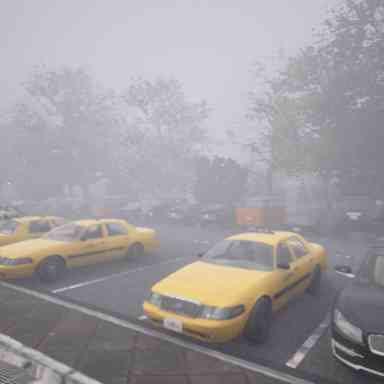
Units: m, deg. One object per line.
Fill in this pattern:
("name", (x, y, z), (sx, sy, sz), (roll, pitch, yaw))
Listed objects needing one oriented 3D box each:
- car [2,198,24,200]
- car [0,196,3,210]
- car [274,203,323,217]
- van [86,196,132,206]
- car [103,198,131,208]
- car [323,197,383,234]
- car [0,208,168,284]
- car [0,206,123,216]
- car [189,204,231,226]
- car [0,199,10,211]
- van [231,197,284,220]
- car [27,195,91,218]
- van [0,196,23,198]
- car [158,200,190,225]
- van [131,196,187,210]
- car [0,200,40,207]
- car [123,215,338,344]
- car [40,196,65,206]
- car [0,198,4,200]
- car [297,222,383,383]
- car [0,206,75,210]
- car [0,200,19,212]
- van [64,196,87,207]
("car", (-17.878, 1.691, 37.061), (2.097, 1.535, 5.008), (-1, 0, 36))
("car", (-29.229, 1.543, 45.218), (2.435, 2.045, 5.566), (-1, 0, 36))
("car", (6.817, 1.555, 19.225), (2.163, 1.488, 4.792), (0, 0, 36))
("van", (-6.573, 1.362, 29.060), (1.878, 1.987, 4.442), (0, 0, 36))
("car", (-4.391, 1.567, 27.349), (2.097, 1.535, 5.008), (-1, 0, 36))
("car", (9.097, 1.278, 17.651), (2.435, 2.045, 5.566), (0, 0, 36))
("car", (-3.305, 1.528, 10.205), (1.946, 1.575, 5.366), (0, 0, 36))
("car", (-5.240, 1.530, 12.058), (1.946, 1.575, 5.366), (0, 0, 36))
("car", (2.256, 1.557, 22.585), (2.163, 1.488, 4.792), (0, 0, 36))
("car", (-26.866, 1.773, 43.542), (2.097, 1.535, 5.008), (-1, 0, 36))
("van", (4.555, 1.299, 21.036), (1.878, 1.987, 4.442), (0, 0, 36))
("car", (-13.398, 1.398, 33.803), (2.435, 2.045, 5.566), (-1, 0, 36))
("van", (-22.403, 1.507, 40.475), (1.878, 1.987, 4.442), (-1, 0, 36))
("car", (0.115, 1.565, 24.129), (2.163, 1.488, 4.792), (0, 0, 36))
("van", (-2.198, 1.324, 25.628), (1.878, 1.987, 4.442), (0, 0, 35))
("car", (-9.830, 1.431, 15.177), (2.185, 1.767, 4.553), (0, 0, 36))
("car", (1.296, 1.533, 6.887), (1.946, 1.575, 5.366), (0, 0, 36))
("car", (-11.151, 1.378, 32.183), (2.435, 2.045, 5.566), (-1, 0, 36))
("car", (-20.221, 1.752, 38.761), (2.002, 1.452, 4.674), (-1, 0, 36))
("car", (3.660, 1.540, 5.419), (2.231, 1.521, 4.892), (0, 0, 36))
("car", (-7.597, 1.543, 13.521), (2.231, 1.521, 4.892), (0, 0, 36))
("car", (-24.616, 1.792, 41.924), (2.002, 1.452, 4.674), (-1, 0, 36))
("van", (-8.957, 1.383, 30.491), (1.878, 1.987, 4.442), (-1, 0, 36))
